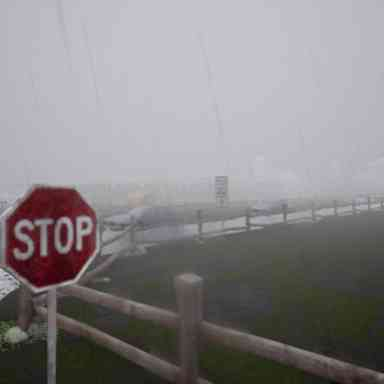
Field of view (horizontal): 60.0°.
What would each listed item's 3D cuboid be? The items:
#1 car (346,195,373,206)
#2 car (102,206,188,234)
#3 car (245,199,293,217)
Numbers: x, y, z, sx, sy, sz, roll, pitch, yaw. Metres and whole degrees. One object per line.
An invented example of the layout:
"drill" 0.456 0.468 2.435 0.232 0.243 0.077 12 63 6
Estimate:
"car" 21.972 1.117 43.568 4.718 1.301 1.895 -1 1 -44
"car" -2.637 1.532 19.631 5.357 1.411 2.033 -1 0 -44
"car" 6.785 1.351 28.853 2.033 1.411 5.357 0 1 45
